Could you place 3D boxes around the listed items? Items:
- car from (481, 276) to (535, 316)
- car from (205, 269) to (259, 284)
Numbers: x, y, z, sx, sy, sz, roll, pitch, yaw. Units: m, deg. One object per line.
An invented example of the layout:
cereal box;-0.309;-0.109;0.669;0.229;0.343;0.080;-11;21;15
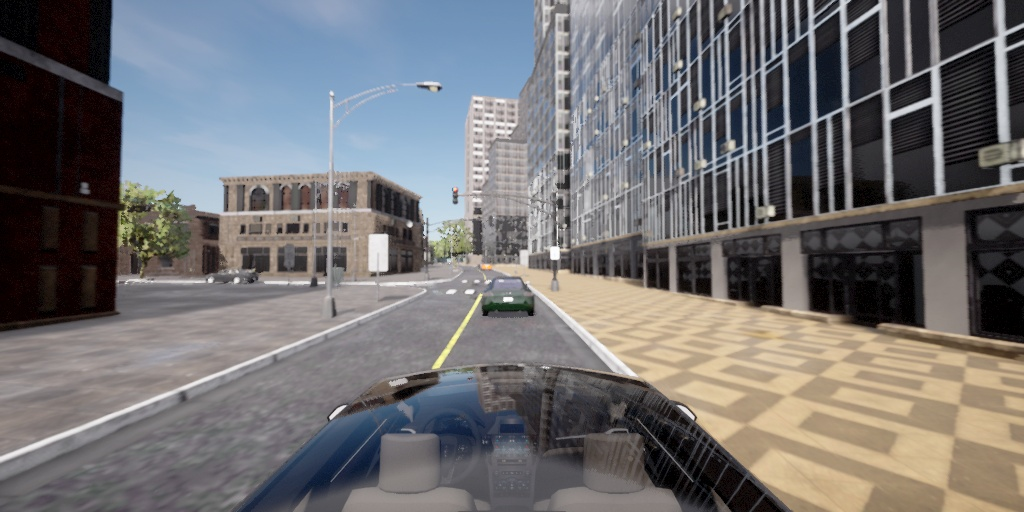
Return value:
car;-0.172;1.484;14.397;1.994;1.385;4.181;0;-1;-1
car;-24.876;1.791;31.883;4.403;1.370;2.007;0;0;8
